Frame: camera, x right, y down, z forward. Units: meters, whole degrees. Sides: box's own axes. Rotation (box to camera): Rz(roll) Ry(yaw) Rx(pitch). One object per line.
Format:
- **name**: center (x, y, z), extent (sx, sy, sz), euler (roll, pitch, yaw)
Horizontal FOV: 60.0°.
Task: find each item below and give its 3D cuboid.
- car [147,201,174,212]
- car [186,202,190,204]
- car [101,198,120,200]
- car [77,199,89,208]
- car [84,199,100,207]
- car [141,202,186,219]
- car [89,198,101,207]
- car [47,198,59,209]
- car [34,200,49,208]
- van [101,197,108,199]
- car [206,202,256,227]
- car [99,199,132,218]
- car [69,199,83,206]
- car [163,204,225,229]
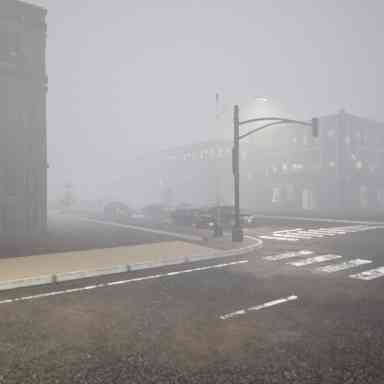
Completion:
- **car**: center (-4.291, 1.966, 44.826), extent (1.802, 1.307, 4.206), euler (-2, 0, -35)
- **car**: center (-1.088, 1.904, 40.313), extent (1.802, 1.307, 4.206), euler (-2, 0, -35)
- **car**: center (-9.249, 1.939, 41.835), extent (2.128, 1.511, 4.902), euler (-1, 0, -35)
- **car**: center (-20.211, 2.195, 62.807), extent (1.812, 1.442, 4.674), euler (-1, 0, -35)
- **car**: center (-20.312, 2.228, 67.393), extent (1.887, 1.381, 4.507), euler (-1, 0, -35)
- **car**: center (-3.253, 1.878, 33.370), extent (2.033, 1.411, 5.357), euler (-1, 0, -36)
- **car**: center (-17.114, 1.940, 62.880), extent (2.192, 1.841, 5.009), euler (-1, 0, -35)
- **car**: center (-23.842, 2.233, 57.889), extent (1.752, 1.417, 4.829), euler (-1, 0, -35)
- **car**: center (-30.349, 2.376, 67.055), extent (2.008, 1.369, 4.403), euler (-1, 0, -35)
- **van**: center (-13.909, 1.907, 58.366), extent (1.690, 1.788, 3.998), euler (-1, 0, -35)
- **car**: center (2.693, 1.738, 25.001), extent (1.812, 1.442, 4.674), euler (-1, 0, -34)
- **car**: center (-7.923, 1.847, 35.460), extent (1.967, 1.590, 4.097), euler (-1, 0, -35)
- **car**: center (-26.720, 2.365, 76.421), extent (1.947, 1.339, 4.313), euler (-1, 0, -35)
- **car**: center (0.014, 1.815, 24.074), extent (1.947, 1.339, 4.313), euler (-1, 0, -35)
